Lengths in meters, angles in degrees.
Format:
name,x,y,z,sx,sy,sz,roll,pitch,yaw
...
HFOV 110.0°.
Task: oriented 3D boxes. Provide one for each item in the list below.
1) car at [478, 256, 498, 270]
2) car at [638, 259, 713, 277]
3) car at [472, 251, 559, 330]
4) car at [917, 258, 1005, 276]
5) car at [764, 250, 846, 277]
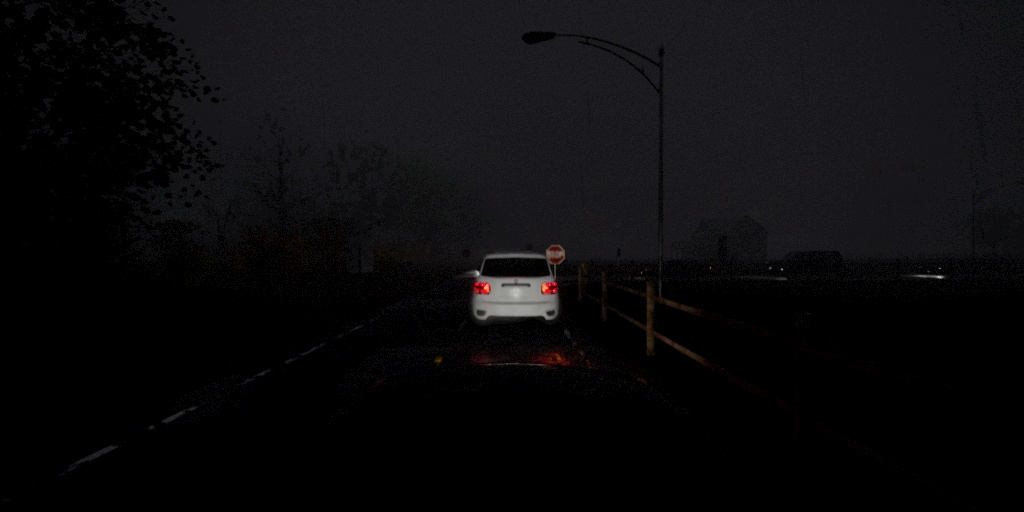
name,x,y,z,sx,sy,sz,roll,pitch,yaw
car,-2.830,0.774,43.085,2.128,1.511,4.902,0,1,0
car,12.993,0.951,28.614,5.357,1.411,2.033,0,0,0
car,0.098,0.873,10.823,2.150,2.045,5.566,0,1,0
car,36.244,0.844,28.968,5.357,1.411,2.033,0,0,-1
car,23.422,0.578,28.763,5.566,2.045,2.150,0,0,-1
